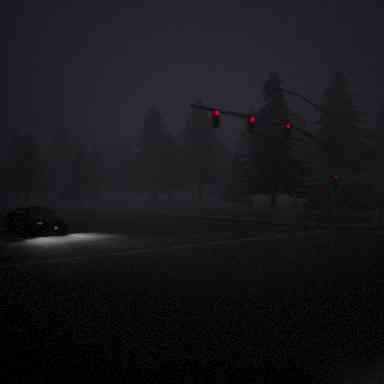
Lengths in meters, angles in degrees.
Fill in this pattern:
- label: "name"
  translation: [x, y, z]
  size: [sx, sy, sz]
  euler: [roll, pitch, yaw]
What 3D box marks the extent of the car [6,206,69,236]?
- label: "car"
  translation: [-8.719, 1.544, 18.501]
  size: [4.674, 1.442, 1.812]
  euler: [0, 0, 40]
